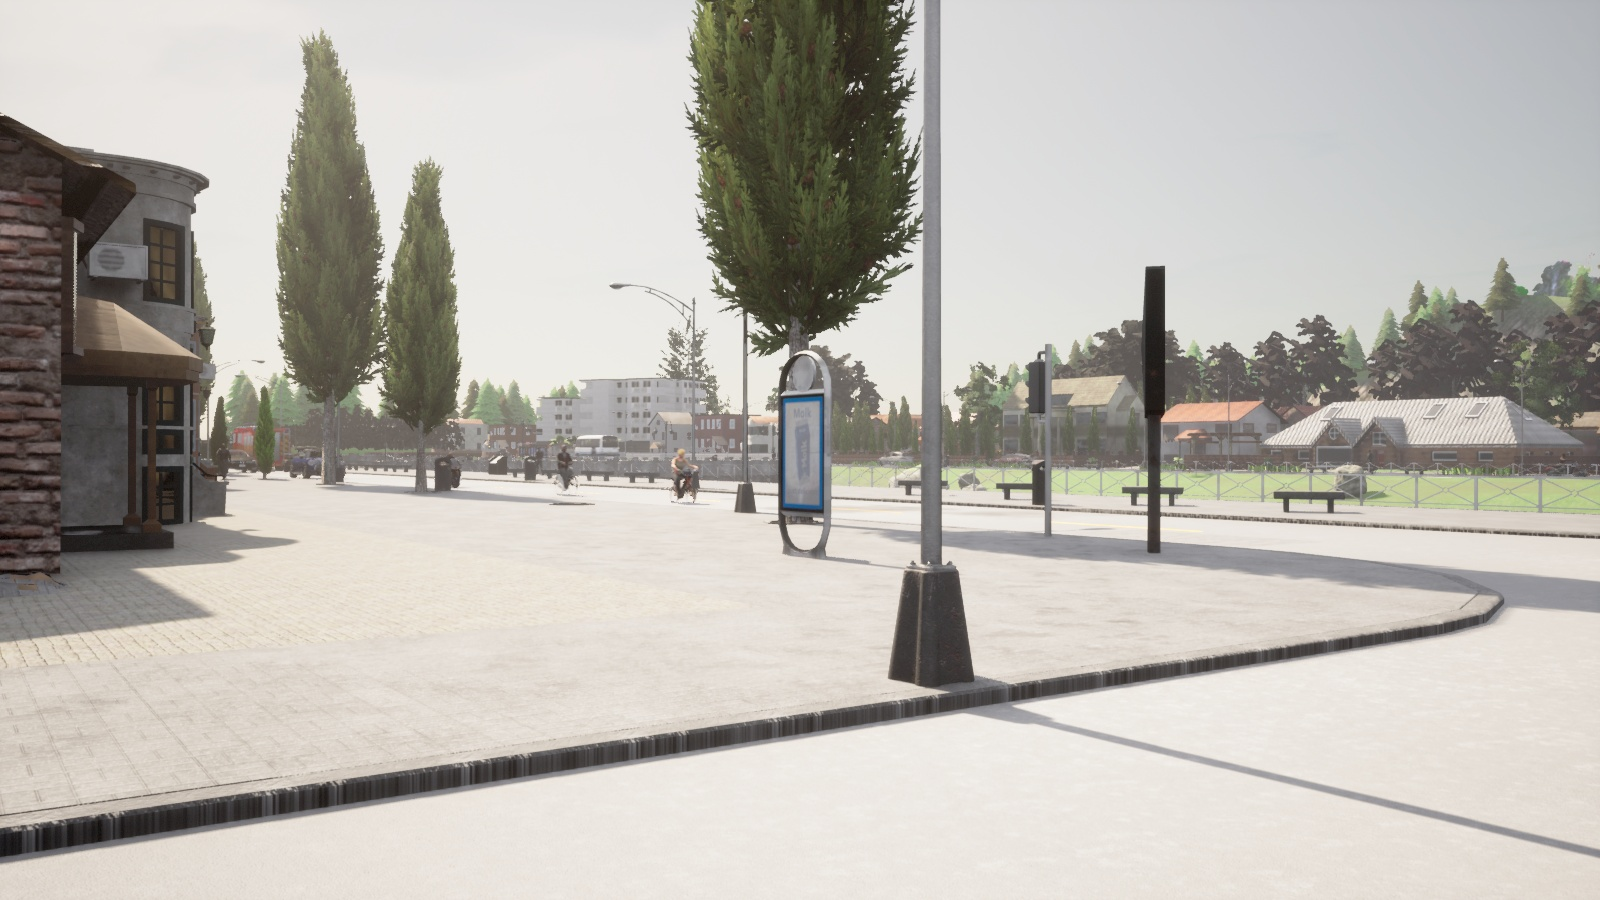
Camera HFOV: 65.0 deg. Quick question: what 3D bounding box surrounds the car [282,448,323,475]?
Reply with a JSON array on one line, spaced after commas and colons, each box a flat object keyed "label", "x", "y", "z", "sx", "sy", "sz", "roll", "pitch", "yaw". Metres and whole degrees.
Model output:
[{"label": "car", "x": -35.533, "y": 0.835, "z": 89.621, "sx": 1.905, "sy": 1.878, "sz": 3.866, "roll": 0, "pitch": 0, "yaw": -35}]

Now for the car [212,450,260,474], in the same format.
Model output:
[{"label": "car", "x": -40.048, "y": 0.826, "z": 89.106, "sx": 2.152, "sy": 1.651, "sz": 5.027, "roll": 0, "pitch": 0, "yaw": -35}]

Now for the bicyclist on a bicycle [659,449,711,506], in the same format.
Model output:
[{"label": "bicyclist on a bicycle", "x": -3.360, "y": 0.778, "z": 36.465, "sx": 0.866, "sy": 1.612, "sz": 1.509, "roll": 0, "pitch": 0, "yaw": -35}]

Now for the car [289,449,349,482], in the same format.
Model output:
[{"label": "car", "x": -26.978, "y": 0.833, "z": 70.353, "sx": 2.097, "sy": 1.767, "sz": 4.553, "roll": 0, "pitch": 0, "yaw": -35}]

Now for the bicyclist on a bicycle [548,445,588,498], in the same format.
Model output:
[{"label": "bicyclist on a bicycle", "x": -7.975, "y": 0.738, "z": 43.088, "sx": 0.659, "sy": 1.776, "sz": 1.843, "roll": 0, "pitch": 0, "yaw": -35}]

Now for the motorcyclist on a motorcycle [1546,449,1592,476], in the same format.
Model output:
[{"label": "motorcyclist on a motorcycle", "x": 47.737, "y": 0.785, "z": 77.971, "sx": 0.766, "sy": 1.649, "sz": 2.350, "roll": 0, "pitch": 0, "yaw": -35}]

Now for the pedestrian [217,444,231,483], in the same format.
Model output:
[{"label": "pedestrian", "x": -28.656, "y": 0.668, "z": 62.481, "sx": 0.563, "sy": 1.883, "sz": 0.849, "roll": 0, "pitch": 0, "yaw": -21}]

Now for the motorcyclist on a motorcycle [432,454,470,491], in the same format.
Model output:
[{"label": "motorcyclist on a motorcycle", "x": -14.658, "y": 0.940, "z": 52.677, "sx": 0.866, "sy": 1.530, "sz": 2.191, "roll": 0, "pitch": 0, "yaw": -35}]
